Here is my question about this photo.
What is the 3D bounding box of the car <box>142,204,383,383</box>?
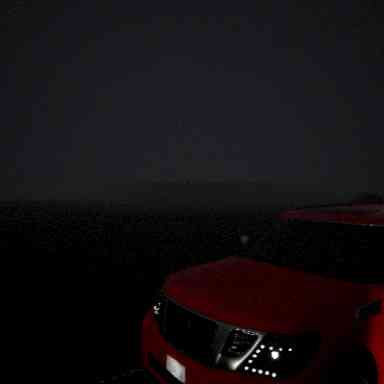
[{"bbox_3d":[2.107,1.221,4.568,5.566,2.045,2.150,0,0,-35],"label":"car"}]
